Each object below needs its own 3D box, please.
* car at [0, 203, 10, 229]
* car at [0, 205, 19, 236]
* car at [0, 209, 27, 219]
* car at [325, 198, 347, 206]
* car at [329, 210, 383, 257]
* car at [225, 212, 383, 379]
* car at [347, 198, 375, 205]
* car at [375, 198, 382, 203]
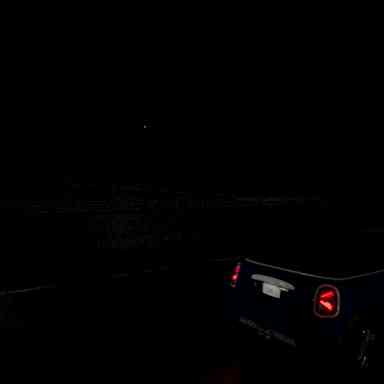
[{"bbox_3d":[-13.804,1.504,19.941,4.892,1.490,1.837,0,0,-35],"label":"car"},{"bbox_3d":[-11.774,1.491,17.089,4.902,1.511,2.128,0,0,-35],"label":"car"},{"bbox_3d":[-9.729,1.504,14.249,4.892,1.490,1.837,0,0,-36],"label":"car"},{"bbox_3d":[19.467,1.503,43.651,4.674,1.442,1.812,0,0,-35],"label":"car"},{"bbox_3d":[8.173,1.545,13.871,5.357,1.411,2.033,0,0,-36],"label":"car"},{"bbox_3d":[2.806,1.352,5.746,4.553,1.767,2.097,0,0,-36],"label":"car"},{"bbox_3d":[21.493,1.482,40.799,4.892,1.490,1.837,0,0,-35],"label":"car"},{"bbox_3d":[23.527,1.469,37.951,4.902,1.511,2.128,0,0,-35],"label":"car"}]
